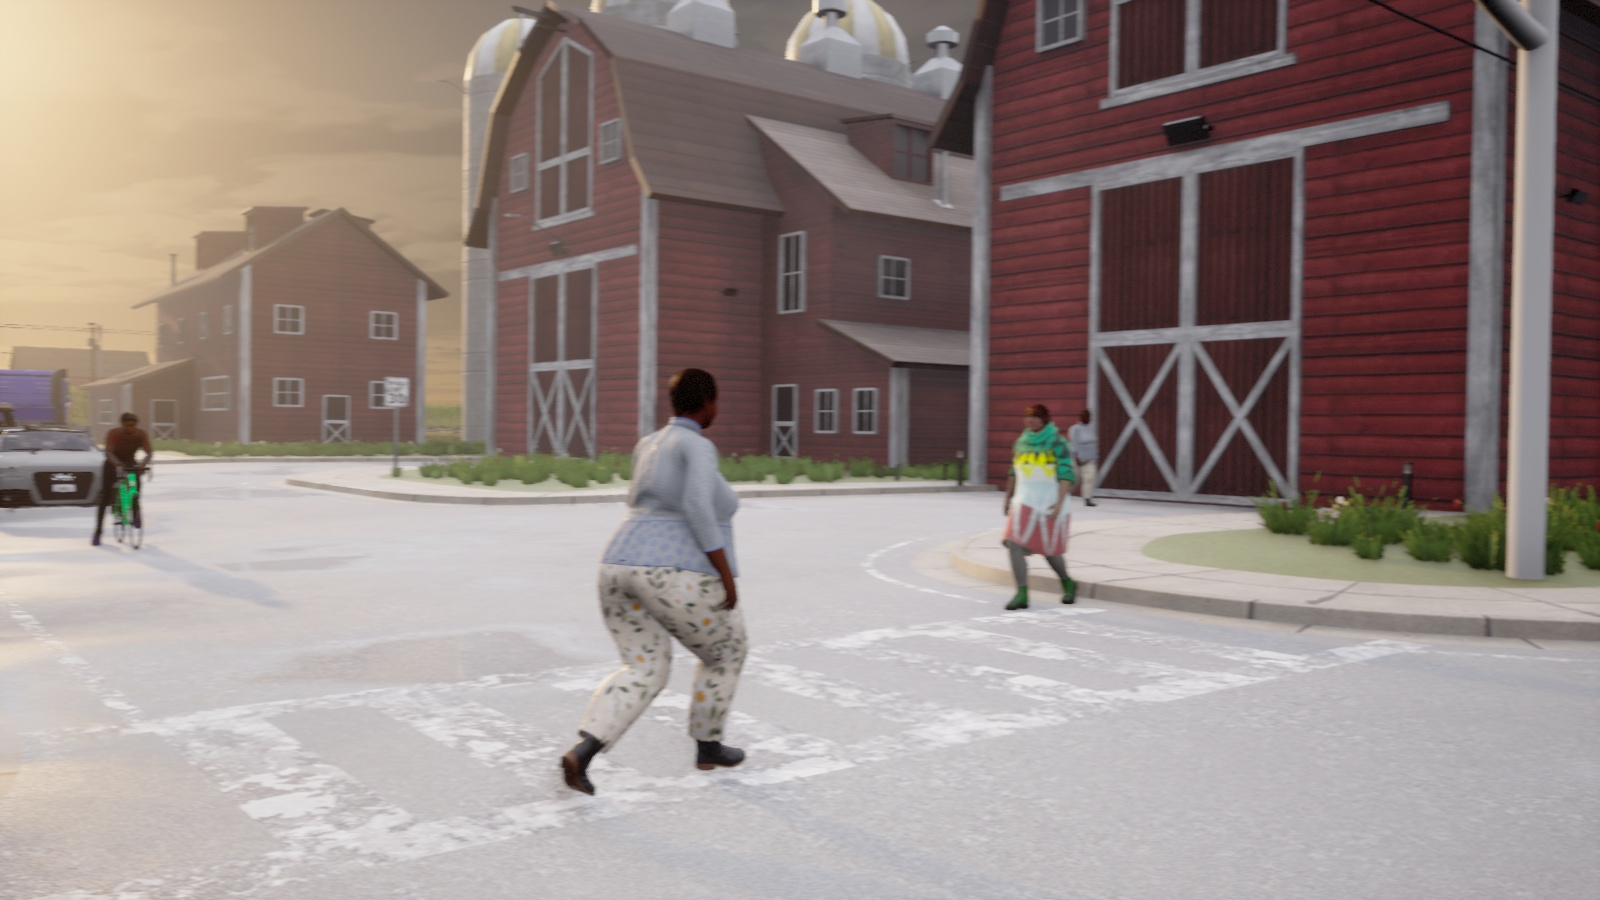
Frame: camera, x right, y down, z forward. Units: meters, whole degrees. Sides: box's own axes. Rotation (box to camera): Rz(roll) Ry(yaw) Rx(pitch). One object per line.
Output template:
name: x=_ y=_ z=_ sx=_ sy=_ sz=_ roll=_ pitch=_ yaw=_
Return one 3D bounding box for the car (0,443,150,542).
car: x=-12.109 y=0.607 z=20.393 sx=1.994 sy=1.385 sz=4.181 roll=-1 pitch=1 yaw=-38

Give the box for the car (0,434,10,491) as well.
car: x=-23.398 y=0.335 z=34.662 sx=2.128 sy=1.511 sz=4.902 roll=-2 pitch=1 yaw=-38

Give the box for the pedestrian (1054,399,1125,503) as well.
pedestrian: x=5.299 y=0.011 z=22.989 sx=0.874 sy=1.855 sz=0.900 roll=-1 pitch=1 yaw=-38

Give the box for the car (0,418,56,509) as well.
car: x=-17.607 y=0.267 z=27.344 sx=1.905 sy=1.878 sz=3.866 roll=-1 pitch=1 yaw=-38

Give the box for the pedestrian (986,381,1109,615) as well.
pedestrian: x=2.169 y=0.389 z=11.001 sx=0.873 sy=1.952 sz=0.659 roll=-1 pitch=1 yaw=-42

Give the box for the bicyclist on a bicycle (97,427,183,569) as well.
bicyclist on a bicycle: x=-8.001 y=0.541 z=15.193 sx=0.582 sy=1.620 sz=1.656 roll=-2 pitch=2 yaw=-38

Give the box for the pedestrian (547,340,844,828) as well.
pedestrian: x=-0.447 y=0.500 z=5.394 sx=0.900 sy=1.855 sz=0.874 roll=-1 pitch=1 yaw=-44

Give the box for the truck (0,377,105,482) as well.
truck: x=-27.734 y=-0.733 z=45.767 sx=2.891 sy=3.462 sz=7.936 roll=-1 pitch=1 yaw=-38
